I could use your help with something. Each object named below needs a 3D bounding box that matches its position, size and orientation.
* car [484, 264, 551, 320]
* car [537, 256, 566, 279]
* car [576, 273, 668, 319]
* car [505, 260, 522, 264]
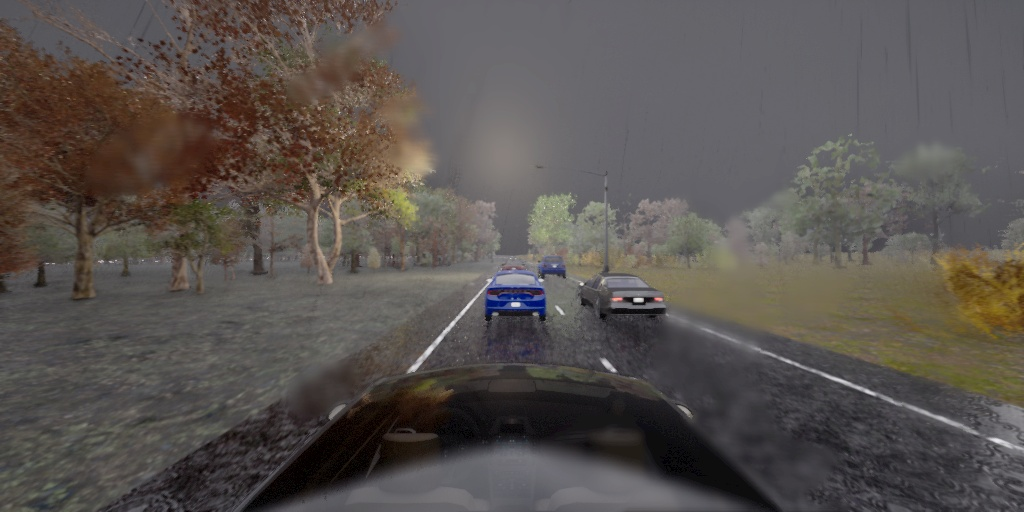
[{"bbox_3d":[0.114,1.231,12.672,1.882,1.535,5.008,0,0,0],"label":"car"},{"bbox_3d":[3.626,0.985,33.195,2.150,2.045,5.566,0,0,0],"label":"car"},{"bbox_3d":[3.609,1.302,12.733,2.033,1.411,5.357,0,0,0],"label":"car"},{"bbox_3d":[0.125,1.114,33.131,2.097,1.767,4.553,0,0,0],"label":"car"}]
